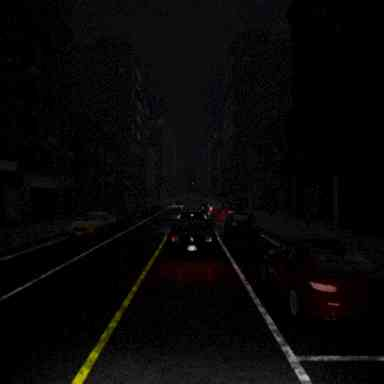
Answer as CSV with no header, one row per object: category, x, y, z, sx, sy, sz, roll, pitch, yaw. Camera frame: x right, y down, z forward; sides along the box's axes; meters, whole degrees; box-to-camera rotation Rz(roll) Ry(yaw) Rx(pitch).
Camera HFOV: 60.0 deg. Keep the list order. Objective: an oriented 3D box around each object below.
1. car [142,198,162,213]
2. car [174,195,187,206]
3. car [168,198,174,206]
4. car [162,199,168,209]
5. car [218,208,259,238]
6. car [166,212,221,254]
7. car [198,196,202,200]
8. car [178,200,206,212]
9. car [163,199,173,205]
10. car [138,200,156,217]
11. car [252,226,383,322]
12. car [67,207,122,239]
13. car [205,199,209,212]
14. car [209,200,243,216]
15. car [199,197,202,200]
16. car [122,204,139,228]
car,-5.375,1.689,41.223,2.192,1.841,5.009,0,-1,0
car,-2.729,1.867,71.784,2.150,2.045,5.566,0,0,0
car,-5.366,2.206,69.629,1.802,1.307,4.206,0,-1,0
car,-5.372,1.915,52.585,1.967,1.590,4.097,0,-1,0
car,2.643,1.756,18.498,1.802,1.307,4.206,0,-1,0
car,0.005,1.734,14.124,1.895,1.301,4.718,0,0,0
car,2.659,2.151,69.798,1.752,1.417,4.829,0,0,0
car,0.014,1.749,29.484,1.882,1.535,5.008,0,0,0
car,-5.365,2.224,75.310,2.008,1.369,4.403,0,0,0
car,-5.377,1.890,35.539,1.947,1.339,4.313,0,-1,0
car,2.639,1.651,7.136,1.802,1.307,4.206,0,-1,0
car,-5.383,1.697,18.325,1.752,1.417,4.829,0,-1,0
car,2.648,1.765,35.543,1.967,1.590,4.097,0,-1,0
car,2.645,1.539,24.182,2.192,1.841,5.009,0,-1,0
car,2.655,2.091,58.266,1.947,1.339,4.313,0,-1,0
car,-5.380,1.790,24.177,1.947,1.339,4.313,0,-1,0
